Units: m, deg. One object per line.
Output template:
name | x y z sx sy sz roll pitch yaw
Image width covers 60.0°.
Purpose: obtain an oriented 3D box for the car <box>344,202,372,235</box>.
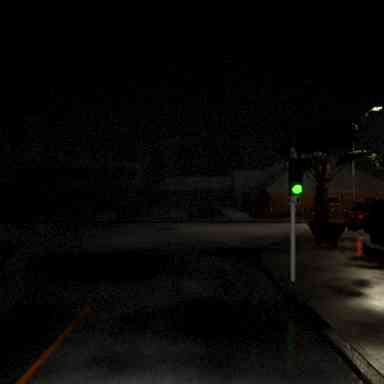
car | 10.983 1.368 18.385 4.553 1.767 2.097 0 0 0
